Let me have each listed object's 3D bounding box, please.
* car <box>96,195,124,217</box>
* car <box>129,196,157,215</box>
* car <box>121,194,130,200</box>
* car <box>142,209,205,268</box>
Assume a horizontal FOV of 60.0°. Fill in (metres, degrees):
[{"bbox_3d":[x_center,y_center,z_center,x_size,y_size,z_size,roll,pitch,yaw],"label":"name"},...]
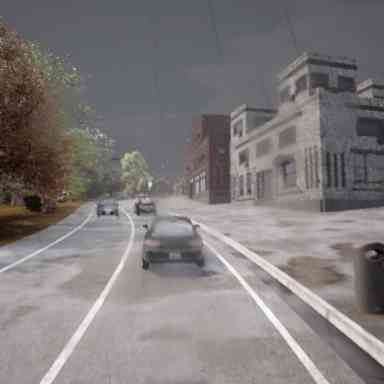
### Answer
[{"bbox_3d":[-7.362,1.358,29.300,2.128,1.511,4.902,1,0,-14],"label":"car"},{"bbox_3d":[-4.533,1.408,32.038,2.128,1.511,4.902,1,0,-14],"label":"car"},{"bbox_3d":[-14.348,1.101,71.001,1.994,1.385,4.181,0,0,1],"label":"car"},{"bbox_3d":[-0.672,1.514,11.098,1.812,1.442,4.674,0,0,-6],"label":"car"}]
